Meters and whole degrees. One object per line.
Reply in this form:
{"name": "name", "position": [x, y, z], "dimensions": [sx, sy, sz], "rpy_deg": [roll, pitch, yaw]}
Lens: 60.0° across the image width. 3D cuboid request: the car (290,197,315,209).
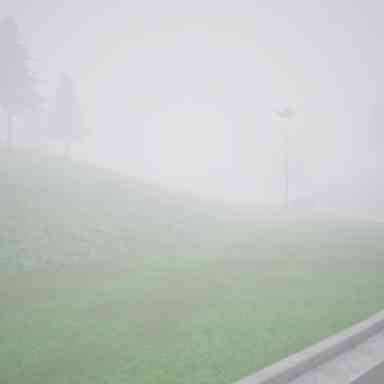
{"name": "car", "position": [15.361, 1.489, 46.573], "dimensions": [1.882, 1.535, 5.008], "rpy_deg": [0, 0, -5]}
